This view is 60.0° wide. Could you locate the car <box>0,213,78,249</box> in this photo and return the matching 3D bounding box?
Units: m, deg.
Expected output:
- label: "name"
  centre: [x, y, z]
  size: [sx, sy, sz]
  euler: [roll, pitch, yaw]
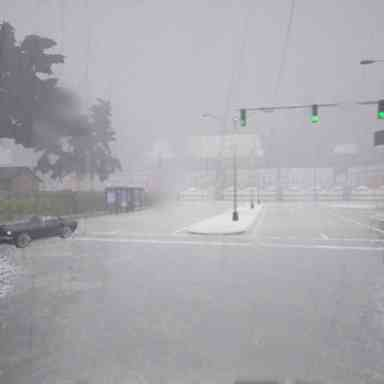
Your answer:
- label: "car"
  centre: [-7.329, 1.683, 15.237]
  size: [1.895, 1.301, 4.718]
  euler: [0, 0, 14]
